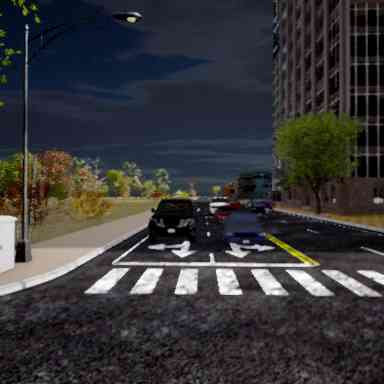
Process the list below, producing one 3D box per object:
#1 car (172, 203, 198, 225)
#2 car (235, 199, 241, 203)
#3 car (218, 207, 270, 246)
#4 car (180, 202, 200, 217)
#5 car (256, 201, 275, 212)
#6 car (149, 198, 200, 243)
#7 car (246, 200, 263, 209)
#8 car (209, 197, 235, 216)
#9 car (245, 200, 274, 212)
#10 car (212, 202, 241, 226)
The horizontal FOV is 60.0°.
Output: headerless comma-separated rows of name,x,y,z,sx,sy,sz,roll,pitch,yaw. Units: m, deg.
car,-0.460,1.721,27.303,1.882,1.535,5.008,0,-1,2
car,7.256,1.896,57.246,2.097,1.767,4.553,0,-1,2
car,2.454,1.691,16.410,2.033,1.411,5.357,0,-1,5
car,-0.099,1.891,37.588,2.033,1.411,5.357,0,-1,2
car,10.020,1.965,45.622,1.812,1.442,4.674,0,-1,2
car,-0.803,1.369,17.309,2.150,2.045,5.566,0,-1,2
car,10.362,2.083,55.618,2.033,1.411,5.357,0,-1,2
car,3.118,1.561,36.591,2.150,2.045,5.566,0,-1,2
car,6.442,1.804,33.109,2.128,1.511,4.902,0,-1,2
car,2.744,1.762,25.894,1.812,1.442,4.674,0,-1,2
